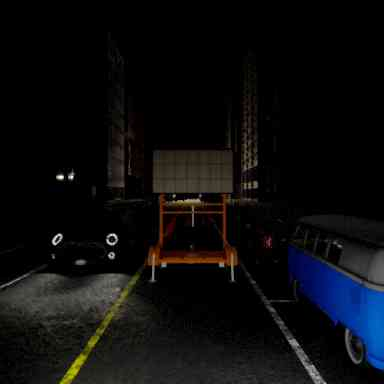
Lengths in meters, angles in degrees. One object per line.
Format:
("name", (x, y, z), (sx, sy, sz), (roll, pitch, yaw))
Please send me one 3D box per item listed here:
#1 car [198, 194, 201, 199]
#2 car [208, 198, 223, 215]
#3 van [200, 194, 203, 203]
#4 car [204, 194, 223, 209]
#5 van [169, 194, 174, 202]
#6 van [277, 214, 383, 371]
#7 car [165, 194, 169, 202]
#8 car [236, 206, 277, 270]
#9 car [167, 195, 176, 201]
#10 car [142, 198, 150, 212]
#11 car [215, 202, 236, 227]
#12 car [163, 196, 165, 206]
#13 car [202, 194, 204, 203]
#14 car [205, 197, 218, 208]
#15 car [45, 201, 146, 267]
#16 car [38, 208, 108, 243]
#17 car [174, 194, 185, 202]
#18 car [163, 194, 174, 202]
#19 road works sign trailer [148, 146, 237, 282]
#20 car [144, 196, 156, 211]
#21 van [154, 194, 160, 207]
("car", (2.962, 1.357, 72.707), (2.192, 1.841, 5.009), (0, 0, 0))
("car", (2.854, 1.593, 33.444), (1.802, 1.307, 4.206), (0, 0, 0))
("van", (2.931, 1.374, 61.489), (1.690, 1.788, 3.998), (0, 0, 0))
("car", (2.870, 1.330, 39.053), (2.192, 1.841, 5.009), (0, 0, 0))
("van", (-5.563, 1.383, 72.721), (1.690, 1.788, 3.998), (0, 0, 0))
("van", (2.778, 1.341, 5.398), (1.690, 1.788, 3.998), (0, 0, 0))
("car", (-5.609, 1.343, 55.892), (2.192, 1.841, 5.009), (0, 0, 0))
("car", (2.793, 1.441, 11.007), (1.967, 1.590, 4.097), (0, 0, 0))
("car", (-5.517, 1.610, 89.548), (2.008, 1.369, 4.403), (0, 0, 0))
("car", (-5.671, 1.593, 33.454), (1.802, 1.307, 4.206), (0, 0, 0))
("car", (2.823, 1.570, 22.225), (1.947, 1.339, 4.313), (0, 0, 0))
("car", (-5.625, 1.463, 50.282), (1.967, 1.590, 4.097), (0, 0, 0))
("car", (2.885, 1.334, 44.662), (2.192, 1.841, 5.009), (0, 0, 0))
("car", (2.901, 1.549, 50.441), (1.752, 1.417, 4.829), (0, 0, 0))
("car", (-3.069, 1.353, 11.410), (2.097, 1.767, 4.553), (0, 0, 0))
("car", (-5.717, 1.568, 16.626), (1.947, 1.339, 4.313), (0, 0, 0))
("car", (-2.792, 1.267, 76.308), (2.150, 2.045, 5.566), (0, 0, 0))
("car", (-5.548, 1.363, 78.330), (2.192, 1.841, 5.009), (0, 0, 0))
("road works sign trailer", (0.026, 0.465, 9.739), (2.380, 3.560, 2.880), (0, 0, 0))
("car", (-5.656, 1.540, 38.894), (1.752, 1.417, 4.829), (0, 0, 0))
("van", (-5.640, 1.360, 44.673), (1.690, 1.788, 3.998), (0, 0, 0))
